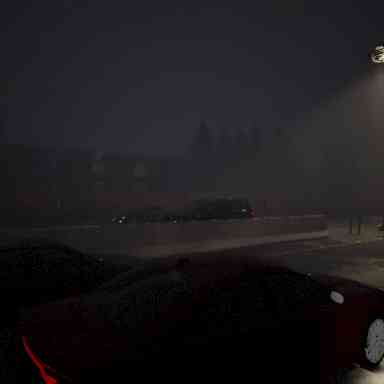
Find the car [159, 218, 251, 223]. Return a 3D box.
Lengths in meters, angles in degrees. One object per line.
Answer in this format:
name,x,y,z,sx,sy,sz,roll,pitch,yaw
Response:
car,0.884,1.344,17.530,5.566,2.045,2.150,1,-1,-36

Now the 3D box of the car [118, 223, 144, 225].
car,-3.160,1.629,23.259,4.892,1.490,1.837,1,-1,-36

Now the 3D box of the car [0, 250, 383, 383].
car,0.571,1.509,4.153,5.008,1.535,1.882,1,0,-35

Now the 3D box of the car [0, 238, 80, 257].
car,-2.937,1.559,5.950,5.357,1.411,2.033,1,0,-35
